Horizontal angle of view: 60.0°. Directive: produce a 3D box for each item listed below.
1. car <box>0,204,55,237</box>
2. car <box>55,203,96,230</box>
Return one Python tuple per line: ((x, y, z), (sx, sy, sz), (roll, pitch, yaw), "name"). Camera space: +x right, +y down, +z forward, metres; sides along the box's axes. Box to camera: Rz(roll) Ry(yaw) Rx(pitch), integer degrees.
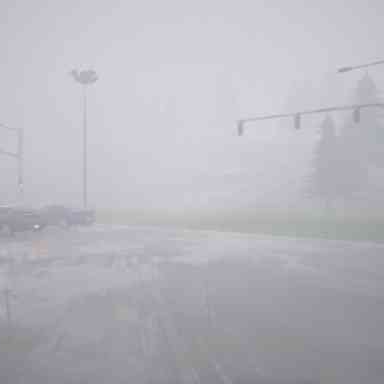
((-10.026, 1.498, 18.057), (4.892, 1.490, 1.837), (0, 0, 28), "car")
((-8.395, 1.464, 21.153), (5.008, 1.535, 1.882), (0, 0, 28), "car")
